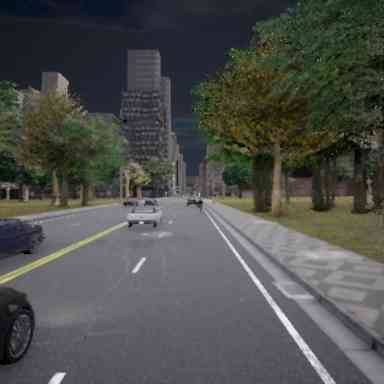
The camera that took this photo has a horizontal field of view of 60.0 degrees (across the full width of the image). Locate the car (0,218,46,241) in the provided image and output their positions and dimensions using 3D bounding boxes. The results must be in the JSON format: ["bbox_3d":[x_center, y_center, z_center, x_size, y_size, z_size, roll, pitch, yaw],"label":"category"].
[{"bbox_3d":[-6.599,1.554,10.645,2.033,1.411,5.357,0,0,0],"label":"car"}]

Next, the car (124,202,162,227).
[{"bbox_3d":[-3.151,1.632,22.947,1.895,1.301,4.718,0,0,0],"label":"car"}]

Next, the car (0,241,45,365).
[{"bbox_3d":[-3.163,1.527,2.864,1.812,1.442,4.674,0,0,0],"label":"car"}]

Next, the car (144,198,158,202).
[{"bbox_3d":[-6.557,1.681,53.349,2.033,1.411,5.357,0,0,1],"label":"car"}]

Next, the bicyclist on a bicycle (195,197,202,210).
[{"bbox_3d":[0.892,1.533,43.806,0.866,1.612,1.509,0,0,0],"label":"bicyclist on a bicycle"}]

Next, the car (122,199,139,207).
[{"bbox_3d":[-9.808,1.734,53.155,1.895,1.301,4.718,0,0,0],"label":"car"}]

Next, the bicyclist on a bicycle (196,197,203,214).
[{"bbox_3d":[0.892,1.436,34.663,0.659,1.776,1.843,0,0,0],"label":"bicyclist on a bicycle"}]

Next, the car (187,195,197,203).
[{"bbox_3d":[-0.003,1.596,75.045,2.097,1.767,4.553,0,0,0],"label":"car"}]

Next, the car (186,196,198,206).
[{"bbox_3d":[0.052,1.656,56.873,1.837,1.490,4.892,0,0,0],"label":"car"}]
